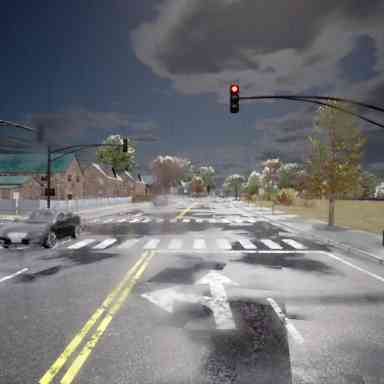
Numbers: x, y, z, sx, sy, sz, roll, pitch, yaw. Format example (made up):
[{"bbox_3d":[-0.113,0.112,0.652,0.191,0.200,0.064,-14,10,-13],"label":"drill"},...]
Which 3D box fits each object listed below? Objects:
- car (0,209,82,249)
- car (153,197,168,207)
[{"bbox_3d":[-6.392,1.505,14.602,2.128,1.511,4.902,0,0,1],"label":"car"},{"bbox_3d":[-5.006,1.586,53.340,2.128,1.511,4.902,0,0,3],"label":"car"}]
